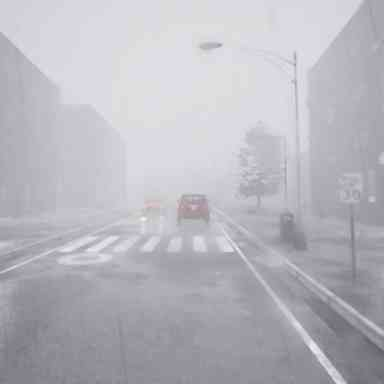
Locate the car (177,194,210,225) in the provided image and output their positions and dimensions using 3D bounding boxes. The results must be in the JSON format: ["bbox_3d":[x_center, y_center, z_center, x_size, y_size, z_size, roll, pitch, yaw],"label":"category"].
[{"bbox_3d":[0.106,1.142,23.408,2.150,2.045,5.566,0,0,0],"label":"car"}]

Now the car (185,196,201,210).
[{"bbox_3d":[0.113,1.339,41.627,1.882,1.535,5.008,0,0,0],"label":"car"}]

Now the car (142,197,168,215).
[{"bbox_3d":[-3.492,1.251,31.864,2.097,1.767,4.553,0,0,0],"label":"car"}]
